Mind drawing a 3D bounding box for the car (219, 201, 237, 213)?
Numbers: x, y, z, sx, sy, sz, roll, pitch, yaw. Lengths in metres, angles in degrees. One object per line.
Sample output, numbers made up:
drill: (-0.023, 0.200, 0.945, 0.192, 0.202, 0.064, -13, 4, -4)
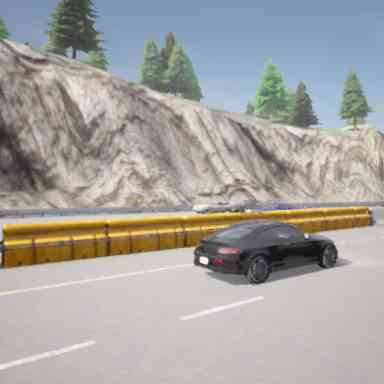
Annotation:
car: (5.629, 1.536, 32.397, 5.357, 1.411, 2.033, 0, 0, -29)

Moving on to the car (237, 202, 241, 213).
car: (6.726, 1.480, 28.949, 4.902, 1.511, 2.128, 0, 0, -29)

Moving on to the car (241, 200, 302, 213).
car: (6.215, 1.516, 24.644, 4.674, 1.442, 1.812, 0, 0, -30)

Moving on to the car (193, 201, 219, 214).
car: (2.457, 1.590, 34.604, 4.718, 1.301, 1.895, 0, 0, -29)

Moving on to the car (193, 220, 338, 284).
car: (2.196, 1.522, 9.517, 4.674, 1.442, 1.812, 0, 0, -34)
